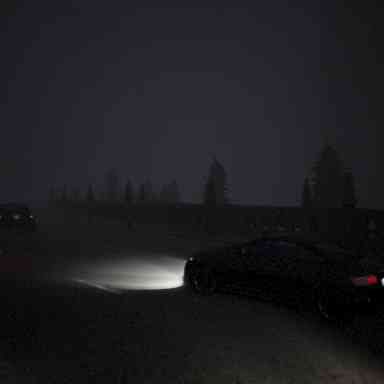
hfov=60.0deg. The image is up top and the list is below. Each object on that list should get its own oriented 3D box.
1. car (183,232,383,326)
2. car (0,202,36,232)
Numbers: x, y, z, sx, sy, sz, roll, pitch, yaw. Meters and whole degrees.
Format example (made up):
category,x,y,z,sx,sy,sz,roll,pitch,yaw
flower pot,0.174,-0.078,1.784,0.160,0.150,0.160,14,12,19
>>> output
category,x,y,z,sx,sy,sz,roll,pitch,yaw
car,1.850,1.583,7.208,4.181,1.385,1.994,0,0,37
car,-10.753,1.372,19.329,2.097,1.767,4.553,0,0,-41
